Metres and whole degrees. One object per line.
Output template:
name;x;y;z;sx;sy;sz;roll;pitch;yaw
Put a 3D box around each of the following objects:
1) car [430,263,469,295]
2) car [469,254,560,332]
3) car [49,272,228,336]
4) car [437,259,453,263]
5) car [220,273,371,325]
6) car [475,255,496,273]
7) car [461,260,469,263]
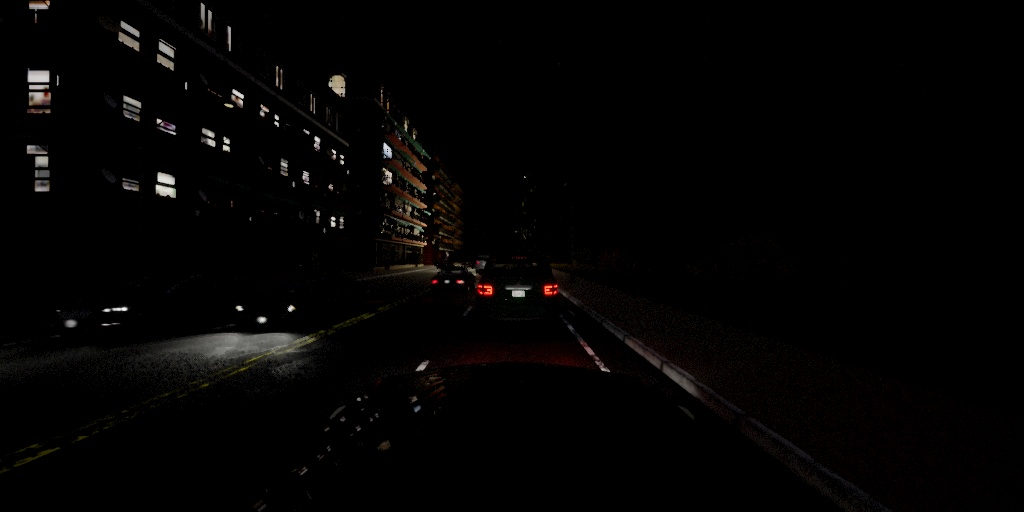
car;-3.127;1.300;19.839;2.033;1.411;5.357;0;0;0
car;0.115;0.973;11.040;2.150;2.045;5.566;0;0;-1
car;-9.840;1.243;10.447;2.128;1.511;4.902;0;0;0
car;-9.787;1.231;52.477;1.882;1.535;5.008;0;0;0
car;-6.587;1.299;12.108;2.033;1.411;5.357;0;0;0
car;-3.103;0.971;43.091;2.150;2.045;5.566;0;-1;0
car;-6.528;1.279;53.270;1.812;1.442;4.674;0;0;0
